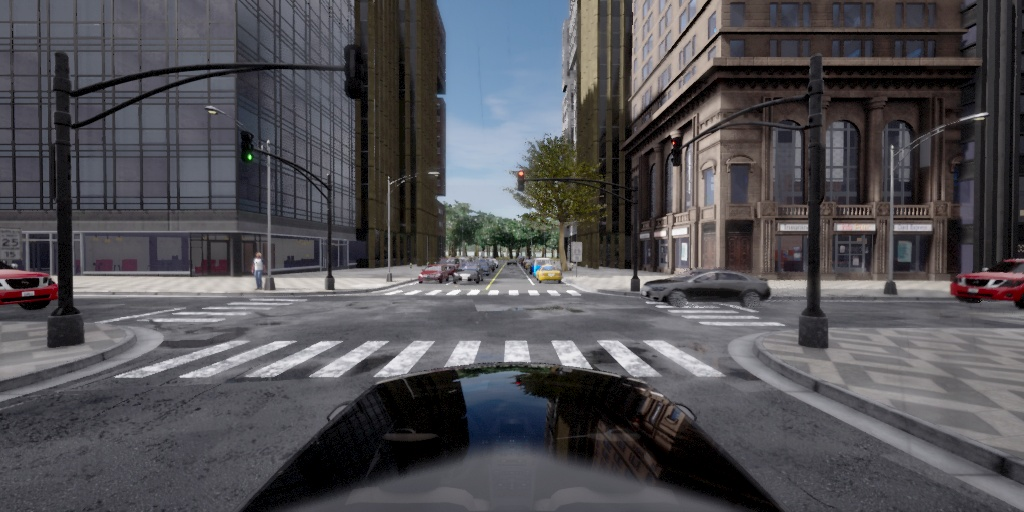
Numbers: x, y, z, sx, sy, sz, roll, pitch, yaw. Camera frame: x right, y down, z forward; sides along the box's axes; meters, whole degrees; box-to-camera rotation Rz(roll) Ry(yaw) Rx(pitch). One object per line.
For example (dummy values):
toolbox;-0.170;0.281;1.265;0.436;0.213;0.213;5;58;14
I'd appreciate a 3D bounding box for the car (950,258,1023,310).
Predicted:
car;21.917;1.112;14.881;5.566;2.045;2.150;1;1;0

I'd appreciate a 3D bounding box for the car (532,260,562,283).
car;2.732;1.254;27.178;1.751;1.417;4.829;0;0;0

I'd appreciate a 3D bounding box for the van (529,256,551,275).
van;2.726;1.060;32.688;1.690;1.789;3.998;0;0;0

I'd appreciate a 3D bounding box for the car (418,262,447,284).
car;-5.793;1.310;26.989;1.802;1.307;4.207;0;0;0

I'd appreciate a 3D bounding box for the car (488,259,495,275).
car;-3.134;1.260;36.323;2.033;1.411;5.357;0;0;0

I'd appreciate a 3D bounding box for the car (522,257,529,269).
car;2.705;1.207;49.897;1.751;1.417;4.829;0;0;0

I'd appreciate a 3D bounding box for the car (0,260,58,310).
car;-18.386;0.841;11.553;5.566;2.045;2.150;1;1;0

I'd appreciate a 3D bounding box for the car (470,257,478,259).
car;-5.813;1.011;44.030;2.192;1.841;5.009;0;0;0

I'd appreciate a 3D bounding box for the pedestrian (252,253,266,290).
pedestrian;-12.542;0.741;17.809;0.375;1.860;0.375;0;0;0

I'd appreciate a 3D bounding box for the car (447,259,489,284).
car;-3.135;1.220;26.500;2.128;1.511;4.902;0;0;1

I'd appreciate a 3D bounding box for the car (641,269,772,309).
car;7.934;1.288;14.841;4.902;1.511;2.128;0;1;0

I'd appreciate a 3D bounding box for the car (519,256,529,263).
car;2.692;1.201;61.085;2.007;1.370;4.403;0;0;0

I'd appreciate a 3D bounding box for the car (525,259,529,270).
car;2.719;1.274;38.368;1.948;1.339;4.313;0;0;0

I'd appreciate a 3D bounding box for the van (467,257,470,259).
van;-5.806;1.049;38.350;1.690;1.789;3.998;0;0;0

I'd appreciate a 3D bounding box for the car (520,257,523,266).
car;2.699;1.212;55.406;1.888;1.381;4.507;0;0;0

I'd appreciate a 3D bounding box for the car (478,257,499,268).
car;-3.140;1.182;46.434;2.128;1.511;4.902;0;0;0

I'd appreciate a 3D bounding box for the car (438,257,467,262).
car;-5.800;1.034;32.669;2.192;1.841;5.009;0;0;0
